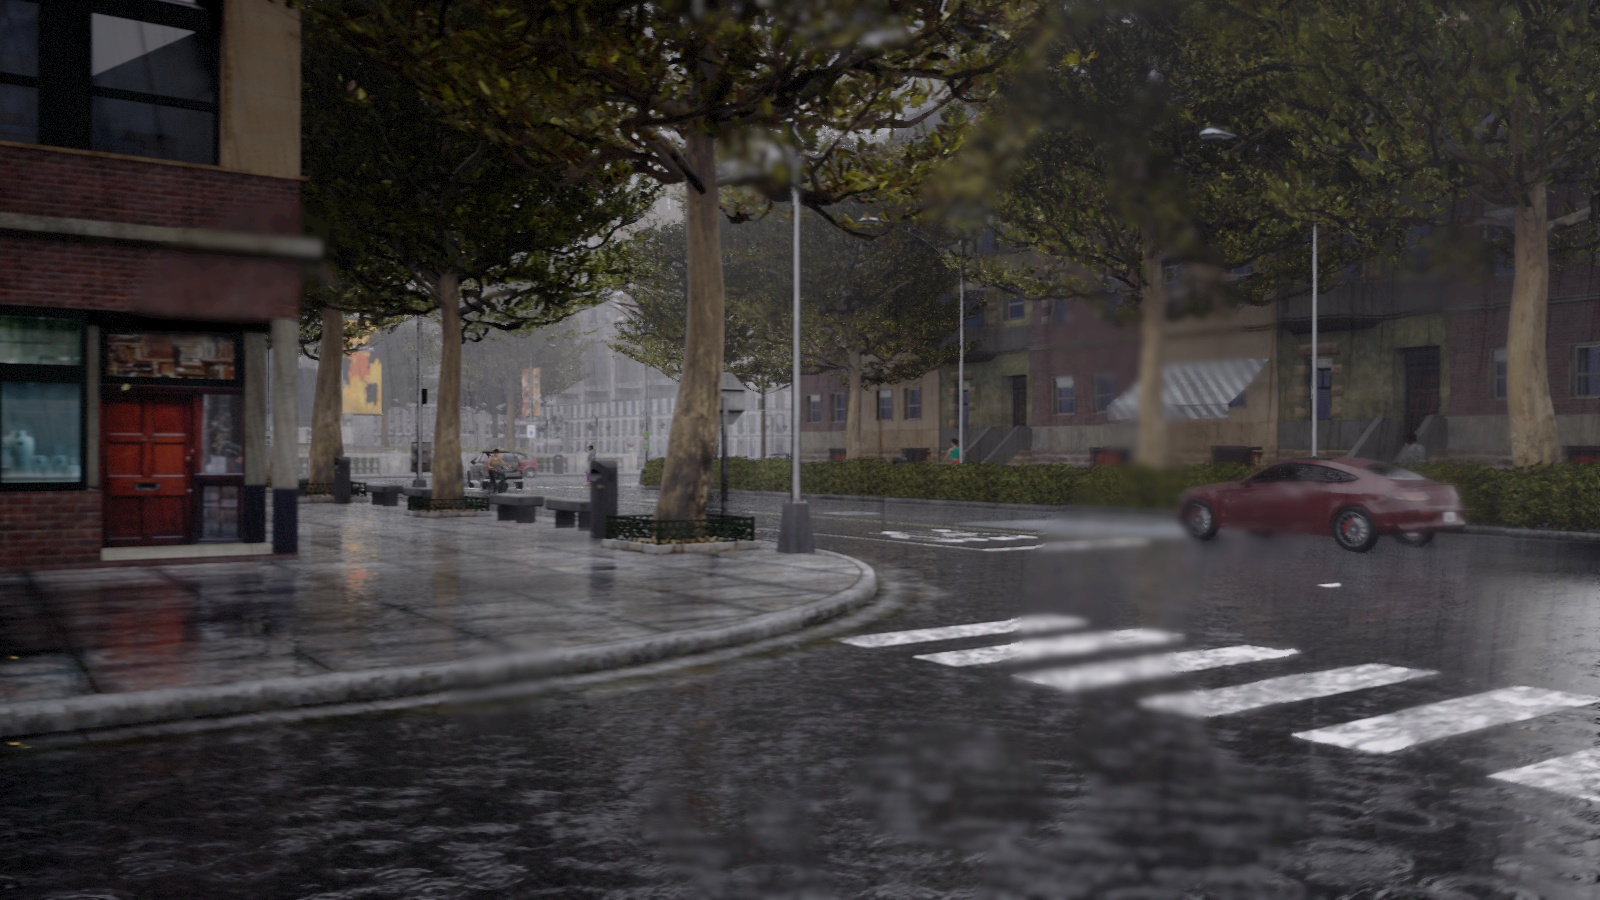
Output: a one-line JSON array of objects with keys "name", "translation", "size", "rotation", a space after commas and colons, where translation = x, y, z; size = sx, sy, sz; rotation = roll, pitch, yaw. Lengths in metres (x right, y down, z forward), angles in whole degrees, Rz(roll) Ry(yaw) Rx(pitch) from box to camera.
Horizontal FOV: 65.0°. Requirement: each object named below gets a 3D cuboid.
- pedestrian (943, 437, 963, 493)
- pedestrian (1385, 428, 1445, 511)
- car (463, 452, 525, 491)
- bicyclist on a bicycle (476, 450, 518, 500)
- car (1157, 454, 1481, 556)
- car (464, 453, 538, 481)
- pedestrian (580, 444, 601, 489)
[{"name": "pedestrian", "translation": [5.043, 0.485, 41.424], "size": [0.345, 1.836, 0.594], "rotation": [0, 0, -39]}, {"name": "pedestrian", "translation": [14.119, 0.435, 28.836], "size": [0.874, 1.855, 0.900], "rotation": [0, 0, -33]}, {"name": "car", "translation": [-12.794, 0.874, 52.404], "size": [1.789, 1.549, 3.705], "rotation": [0, 0, -26]}, {"name": "bicyclist on a bicycle", "translation": [-9.993, 0.800, 41.345], "size": [0.866, 1.612, 1.509], "rotation": [0, 0, -34]}, {"name": "car", "translation": [8.293, 0.798, 20.511], "size": [1.812, 1.442, 4.674], "rotation": [0, 0, -34]}, {"name": "car", "translation": [-16.909, 0.926, 71.062], "size": [3.705, 1.549, 1.789], "rotation": [0, 0, -34]}, {"name": "pedestrian", "translation": [-9.182, 0.699, 55.007], "size": [0.873, 1.952, 0.659], "rotation": [0, 0, -11]}]
